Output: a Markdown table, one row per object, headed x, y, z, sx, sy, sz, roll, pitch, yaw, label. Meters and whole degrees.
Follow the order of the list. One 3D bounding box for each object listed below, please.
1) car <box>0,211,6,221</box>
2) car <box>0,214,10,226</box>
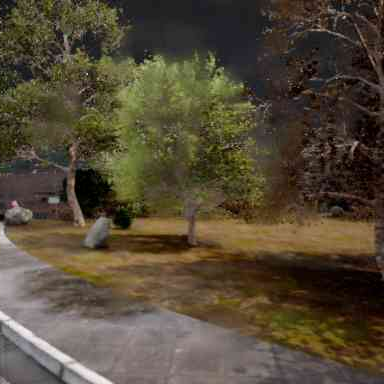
| x | y | z | sx | sy | sz | roll | pitch | yaw | label |
| --- | --- | --- | --- | --- | --- | --- | --- | --- | --- |
| -19.512 | 2.451 | 32.355 | 2.128 | 1.511 | 4.902 | -3 | -5 | -9 | car |
| -23.465 | 3.265 | 38.356 | 2.033 | 1.411 | 5.357 | -3 | -5 | -1 | car |
